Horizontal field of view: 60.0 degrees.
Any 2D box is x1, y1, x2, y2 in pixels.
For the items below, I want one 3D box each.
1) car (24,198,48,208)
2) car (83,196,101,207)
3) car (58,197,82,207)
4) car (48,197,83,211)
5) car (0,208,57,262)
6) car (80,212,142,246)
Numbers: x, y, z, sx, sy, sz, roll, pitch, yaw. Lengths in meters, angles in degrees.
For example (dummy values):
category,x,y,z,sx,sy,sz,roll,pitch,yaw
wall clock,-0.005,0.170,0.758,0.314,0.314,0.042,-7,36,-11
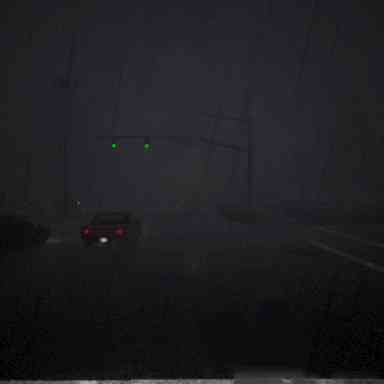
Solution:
category,x,y,z,sx,sy,sz,roll,pitch,yaw
car,-18.715,1.458,40.889,1.812,1.442,4.674,0,0,0
car,-15.198,1.419,50.616,2.128,1.511,4.902,0,0,0
car,-18.700,1.523,51.184,1.895,1.301,4.718,0,0,0
car,-15.227,1.443,40.315,1.837,1.490,4.892,0,0,0
car,-6.950,1.525,11.817,2.033,1.411,5.357,0,0,0
car,-3.463,1.580,15.241,1.895,1.301,4.718,0,0,0
